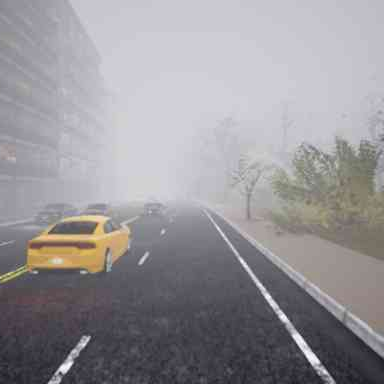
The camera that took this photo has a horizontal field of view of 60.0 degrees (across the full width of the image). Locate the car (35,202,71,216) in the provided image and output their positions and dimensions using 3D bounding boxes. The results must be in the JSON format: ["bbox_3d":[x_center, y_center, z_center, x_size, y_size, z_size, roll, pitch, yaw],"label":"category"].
[{"bbox_3d":[-9.860,1.498,24.629,1.837,1.490,4.892,0,0,0],"label":"car"}]

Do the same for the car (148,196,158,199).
[{"bbox_3d":[-7.619,1.484,65.202,2.128,1.511,4.902,0,0,-3],"label":"car"}]

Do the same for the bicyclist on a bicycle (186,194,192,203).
[{"bbox_3d":[-0.443,1.429,69.432,0.582,1.620,1.656,0,0,-4],"label":"bicyclist on a bicycle"}]

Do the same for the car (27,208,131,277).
[{"bbox_3d":[-3.157,1.474,10.294,1.882,1.535,5.008,0,0,0],"label":"car"}]

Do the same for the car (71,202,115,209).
[{"bbox_3d":[-6.608,1.498,23.550,1.837,1.490,4.892,0,0,0],"label":"car"}]

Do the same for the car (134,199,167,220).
[{"bbox_3d":[-3.162,1.540,27.611,2.033,1.411,5.357,0,0,0],"label":"car"}]

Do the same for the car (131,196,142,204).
[{"bbox_3d":[-10.878,1.462,65.381,1.882,1.535,5.008,0,0,-3],"label":"car"}]

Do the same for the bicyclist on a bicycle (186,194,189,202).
[{"bbox_3d":[-1.062,1.340,78.481,0.659,1.776,1.843,0,0,-4],"label":"bicyclist on a bicycle"}]
